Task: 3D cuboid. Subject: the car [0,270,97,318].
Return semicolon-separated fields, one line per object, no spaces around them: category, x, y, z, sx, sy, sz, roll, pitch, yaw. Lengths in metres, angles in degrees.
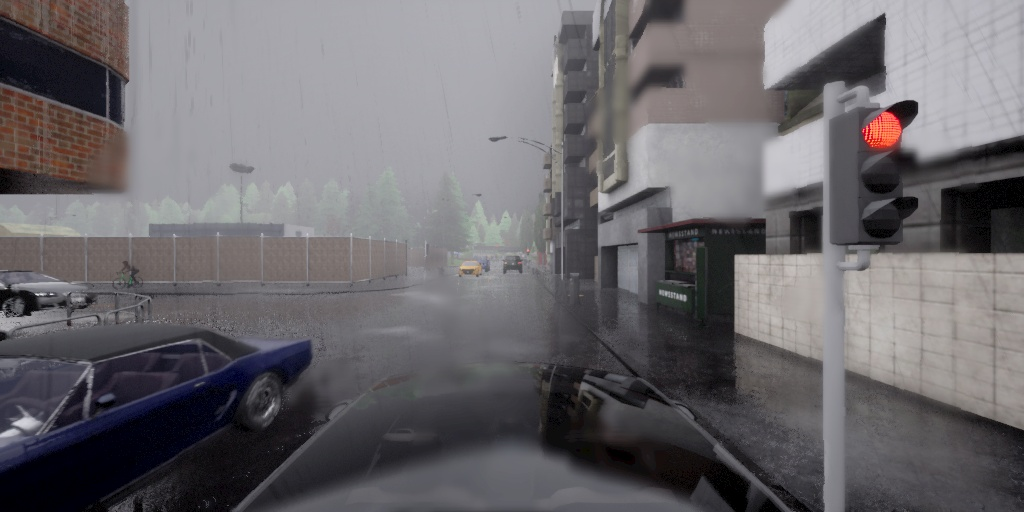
car;-17.354;1.241;12.325;4.902;1.511;2.128;0;0;0

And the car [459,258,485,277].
car;-4.105;1.228;35.815;1.882;1.535;5.008;0;0;0

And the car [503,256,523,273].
car;0.095;0.971;42.692;2.150;2.045;5.566;0;0;0

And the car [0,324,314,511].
car;-3.777;1.351;2.798;1.895;1.301;4.718;0;0;2

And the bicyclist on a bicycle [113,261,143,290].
bicyclist on a bicycle;-22.177;1.099;20.723;0.582;1.620;1.656;0;0;0

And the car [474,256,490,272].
car;-4.072;0.971;46.517;2.150;2.045;5.566;0;0;0
